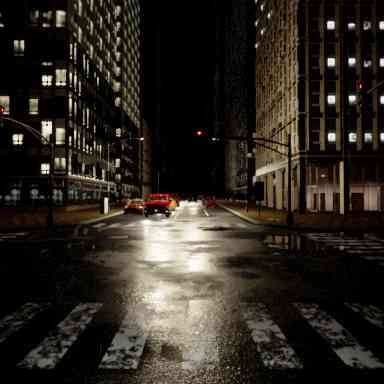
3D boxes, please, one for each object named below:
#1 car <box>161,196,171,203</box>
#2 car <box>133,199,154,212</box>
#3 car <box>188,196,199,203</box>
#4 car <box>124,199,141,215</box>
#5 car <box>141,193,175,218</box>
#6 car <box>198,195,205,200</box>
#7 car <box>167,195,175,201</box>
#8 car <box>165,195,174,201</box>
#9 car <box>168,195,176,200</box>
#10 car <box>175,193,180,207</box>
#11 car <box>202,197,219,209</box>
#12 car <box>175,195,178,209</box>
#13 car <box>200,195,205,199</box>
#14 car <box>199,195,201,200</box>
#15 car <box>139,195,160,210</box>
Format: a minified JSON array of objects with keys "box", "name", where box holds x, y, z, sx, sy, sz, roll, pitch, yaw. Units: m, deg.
[{"box":[-5.613,1.573,72.746,1.887,1.381,4.507,1,0,0],"name":"car"},{"box":[-5.643,1.597,39.295,1.802,1.307,4.206,1,0,0],"name":"car"},{"box":[0.149,1.574,70.581,2.033,1.411,5.357,0,0,0],"name":"car"},{"box":[-5.645,1.453,33.720,1.967,1.590,4.097,1,0,0],"name":"car"},{"box":[-3.067,1.233,31.050,2.150,2.045,5.566,0,0,0],"name":"car"},{"box":[2.787,1.584,95.121,1.887,1.381,4.507,1,0,0],"name":"car"},{"box":[-5.598,1.587,89.472,2.008,1.369,4.403,1,0,0],"name":"car"},{"box":[-5.603,1.578,83.896,1.887,1.381,4.507,1,0,0],"name":"car"},{"box":[-5.594,1.605,95.047,1.947,1.339,4.313,1,0,0],"name":"car"},{"box":[-3.046,1.241,51.976,2.150,2.045,5.566,0,0,0],"name":"car"},{"box":[2.742,1.599,44.925,1.802,1.307,4.206,1,0,0],"name":"car"},{"box":[-3.062,1.493,41.477,1.882,1.535,5.008,0,0,0],"name":"car"},{"box":[2.754,1.547,56.251,1.752,1.417,4.829,1,0,0],"name":"car"},{"box":[2.757,1.590,61.658,1.947,1.339,4.313,1,0,0],"name":"car"},{"box":[-5.633,1.332,44.870,2.192,1.841,5.009,1,0,0],"name":"car"}]
